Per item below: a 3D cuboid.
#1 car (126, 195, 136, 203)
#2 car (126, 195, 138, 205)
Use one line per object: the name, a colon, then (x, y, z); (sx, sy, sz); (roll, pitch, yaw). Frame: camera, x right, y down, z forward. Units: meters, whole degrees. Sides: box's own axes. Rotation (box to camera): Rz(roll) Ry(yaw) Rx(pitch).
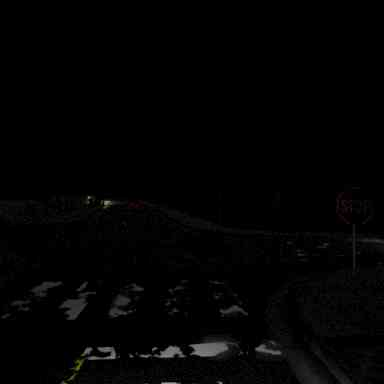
car: (-13.068, 1.493, 71.287); (1.837, 1.490, 4.892); (0, 0, -12)
car: (-10.887, 1.575, 61.096); (1.882, 1.535, 5.008); (0, 0, -12)
